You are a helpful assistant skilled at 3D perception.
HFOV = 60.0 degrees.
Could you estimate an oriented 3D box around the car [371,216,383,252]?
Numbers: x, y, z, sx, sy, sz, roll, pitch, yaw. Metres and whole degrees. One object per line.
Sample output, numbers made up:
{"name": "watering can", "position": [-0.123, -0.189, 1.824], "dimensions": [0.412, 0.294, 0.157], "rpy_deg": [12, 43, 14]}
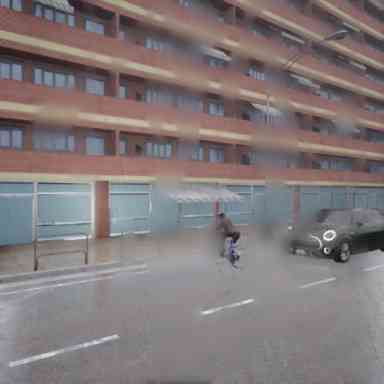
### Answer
{"name": "car", "position": [7.176, 1.478, 9.088], "dimensions": [5.008, 1.535, 1.882], "rpy_deg": [0, 0, -35]}

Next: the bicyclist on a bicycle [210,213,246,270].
{"name": "bicyclist on a bicycle", "position": [1.029, 1.455, 9.969], "dimensions": [0.582, 1.620, 1.656], "rpy_deg": [0, -2, -35]}

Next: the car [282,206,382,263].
{"name": "car", "position": [5.347, 1.352, 12.069], "dimensions": [4.553, 1.767, 2.097], "rpy_deg": [0, 0, -35]}
